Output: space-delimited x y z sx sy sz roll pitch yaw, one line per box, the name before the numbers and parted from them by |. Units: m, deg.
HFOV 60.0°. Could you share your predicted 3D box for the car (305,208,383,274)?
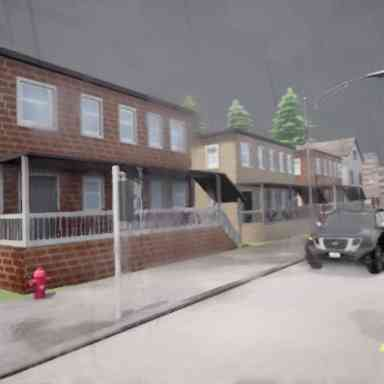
car | 6.194 1.661 12.582 2.150 2.045 5.566 -5 -4 39
